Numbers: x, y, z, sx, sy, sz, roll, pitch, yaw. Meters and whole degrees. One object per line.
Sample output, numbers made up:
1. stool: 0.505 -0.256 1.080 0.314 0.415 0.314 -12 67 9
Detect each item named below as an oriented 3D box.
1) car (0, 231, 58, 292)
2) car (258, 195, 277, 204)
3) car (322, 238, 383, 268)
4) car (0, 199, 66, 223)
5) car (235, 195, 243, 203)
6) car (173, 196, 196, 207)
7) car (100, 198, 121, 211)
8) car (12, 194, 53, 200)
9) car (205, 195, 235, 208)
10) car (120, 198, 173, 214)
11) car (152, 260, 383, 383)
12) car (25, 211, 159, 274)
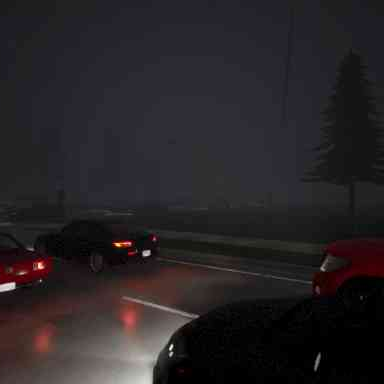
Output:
1. car: -5.450 1.601 7.916 4.718 1.301 1.895 0 0 36
2. car: 13.985 1.381 61.467 2.097 1.767 4.553 0 0 37
3. car: 4.755 1.222 4.873 5.566 2.045 2.150 0 0 36
4. car: -12.215 1.525 26.197 1.812 1.442 4.674 0 0 36
5. car: 8.346 1.305 65.614 1.837 1.490 4.892 0 0 37
6. car: -1.404 1.477 52.633 1.882 1.535 5.008 0 1 37
7. car: -9.367 1.525 41.906 1.812 1.442 4.674 0 0 37
8. car: -16.261 1.221 32.665 2.150 2.045 5.566 0 0 38
9. car: 3.748 1.477 47.831 1.882 1.535 5.008 0 0 37
10. car: -4.812 1.547 36.305 2.033 1.411 5.357 0 0 37
11. car: 1.662 1.564 2.795 4.181 1.385 1.994 0 0 36
12. car: -3.115 1.525 10.545 4.674 1.442 1.812 0 0 36
